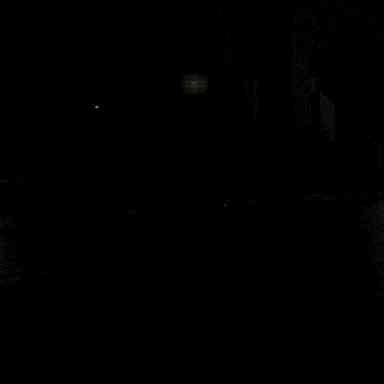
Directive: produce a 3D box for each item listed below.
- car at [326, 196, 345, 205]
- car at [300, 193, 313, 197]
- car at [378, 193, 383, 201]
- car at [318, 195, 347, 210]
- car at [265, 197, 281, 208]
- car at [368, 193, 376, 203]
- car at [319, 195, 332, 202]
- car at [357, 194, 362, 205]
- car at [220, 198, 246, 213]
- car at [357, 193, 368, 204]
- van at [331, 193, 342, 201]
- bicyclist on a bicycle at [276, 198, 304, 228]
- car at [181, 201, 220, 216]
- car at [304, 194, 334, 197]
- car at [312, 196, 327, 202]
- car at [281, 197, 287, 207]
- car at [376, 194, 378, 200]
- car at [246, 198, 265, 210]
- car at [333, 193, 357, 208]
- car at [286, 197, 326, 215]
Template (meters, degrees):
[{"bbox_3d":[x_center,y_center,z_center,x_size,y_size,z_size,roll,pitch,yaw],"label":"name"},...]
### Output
[{"bbox_3d":[23.285,1.353,53.893,1.812,1.442,4.674,-1,0,35],"label":"car"},{"bbox_3d":[19.918,1.415,59.484,1.887,1.381,4.507,0,0,35],"label":"car"},{"bbox_3d":[42.991,1.358,77.778,1.802,1.307,4.206,-1,0,35],"label":"car"},{"bbox_3d":[17.272,1.377,40.719,1.887,1.381,4.507,0,0,35],"label":"car"},{"bbox_3d":[10.175,1.426,45.444,1.752,1.417,4.829,0,0,35],"label":"car"},{"bbox_3d":[33.346,1.099,63.882,2.192,1.841,5.009,0,0,35],"label":"car"},{"bbox_3d":[29.564,1.426,73.382,1.802,1.307,4.206,0,0,35],"label":"car"},{"bbox_3d":[23.702,1.377,49.983,1.947,1.339,4.313,0,0,35],"label":"car"},{"bbox_3d":[3.841,1.366,36.318,1.967,1.590,4.097,0,0,35],"label":"car"},{"bbox_3d":[26.915,1.117,54.617,2.192,1.841,5.009,0,0,35],"label":"car"},{"bbox_3d":[35.992,1.185,82.650,1.690,1.788,3.998,-1,0,35],"label":"van"},{"bbox_3d":[5.360,1.177,18.359,1.656,1.620,0.582,-1,0,35],"label":"bicyclist on a bicycle"},{"bbox_3d":[0.627,1.524,31.685,1.802,1.307,4.206,0,0,35],"label":"car"},{"bbox_3d":[17.421,1.336,45.441,2.128,1.511,4.902,-1,0,35],"label":"car"},{"bbox_3d":[26.350,1.418,68.750,1.947,1.339,4.313,0,0,35],"label":"car"},{"bbox_3d":[13.488,1.455,50.218,1.947,1.339,4.313,0,0,35],"label":"car"},{"bbox_3d":[36.658,1.302,68.653,1.752,1.417,4.829,-1,0,35],"label":"car"},{"bbox_3d":[7.057,1.495,40.951,1.802,1.307,4.206,0,0,35],"label":"car"},{"bbox_3d":[20.486,1.136,45.352,2.192,1.841,5.009,0,0,35],"label":"car"},{"bbox_3d":[10.843,1.424,31.453,1.947,1.339,4.313,0,0,35],"label":"car"}]
